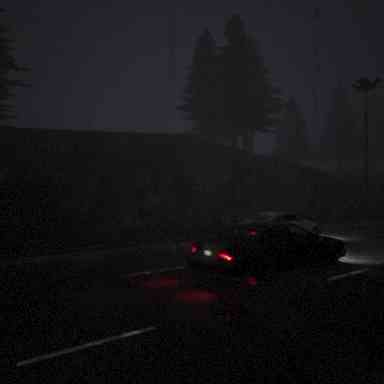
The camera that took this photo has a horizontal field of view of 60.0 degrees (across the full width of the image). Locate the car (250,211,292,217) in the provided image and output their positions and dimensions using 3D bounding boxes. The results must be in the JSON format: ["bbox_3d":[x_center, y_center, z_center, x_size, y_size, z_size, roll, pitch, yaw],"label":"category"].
[{"bbox_3d":[4.037,1.613,15.465,4.674,1.442,1.812,0,0,-36],"label":"car"}]

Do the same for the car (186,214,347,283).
[{"bbox_3d":[2.407,1.603,9.893,5.357,1.411,2.033,0,0,-37],"label":"car"}]
